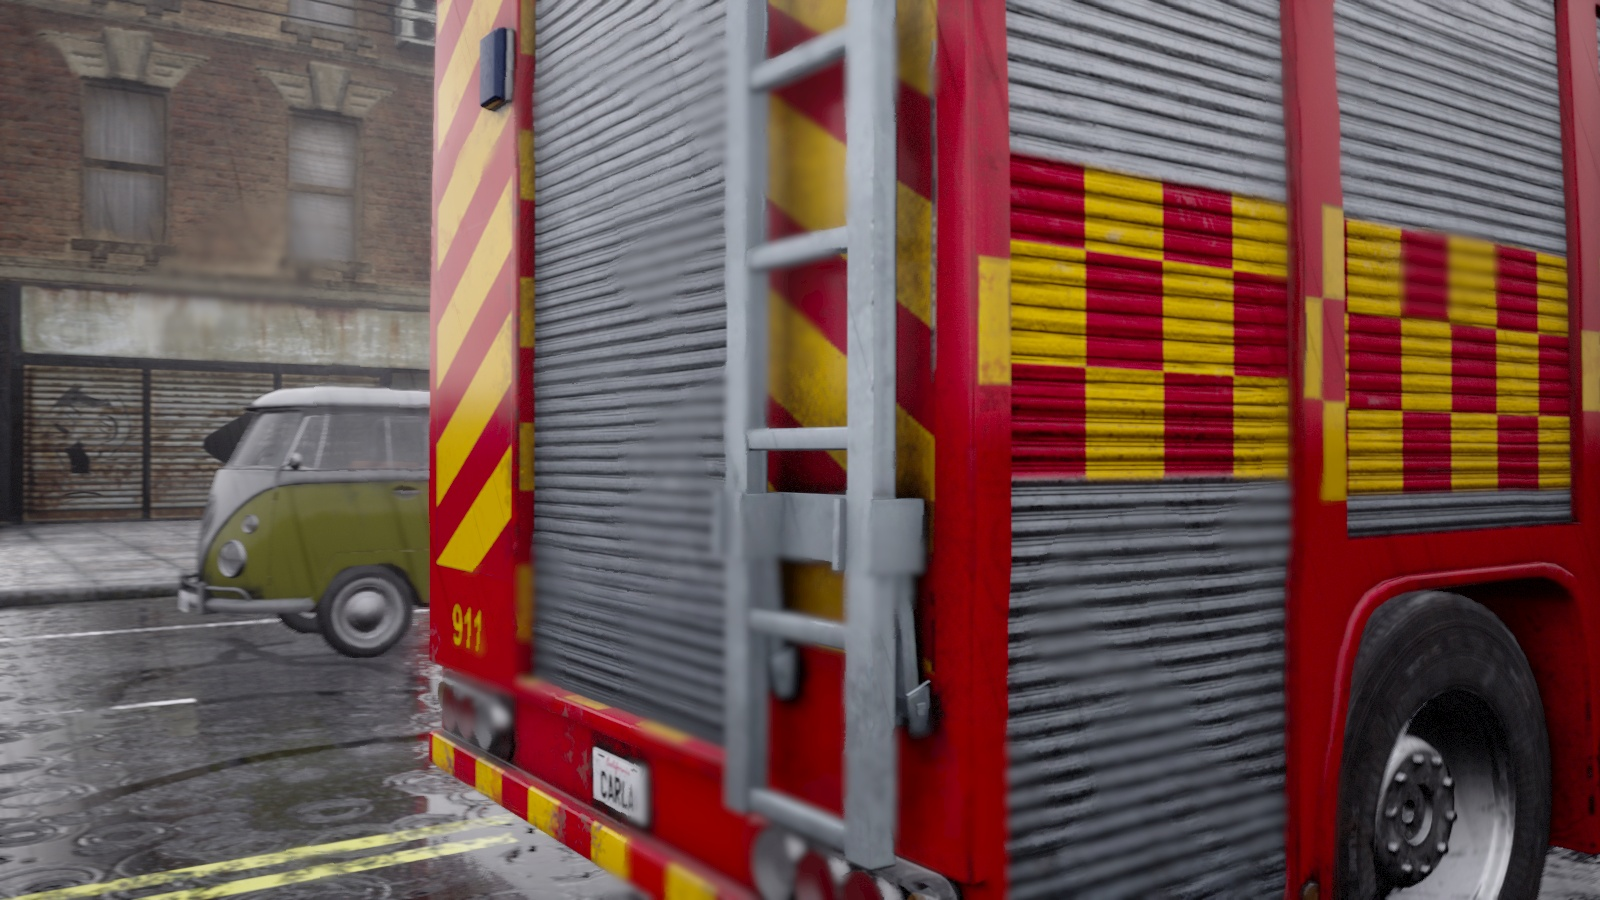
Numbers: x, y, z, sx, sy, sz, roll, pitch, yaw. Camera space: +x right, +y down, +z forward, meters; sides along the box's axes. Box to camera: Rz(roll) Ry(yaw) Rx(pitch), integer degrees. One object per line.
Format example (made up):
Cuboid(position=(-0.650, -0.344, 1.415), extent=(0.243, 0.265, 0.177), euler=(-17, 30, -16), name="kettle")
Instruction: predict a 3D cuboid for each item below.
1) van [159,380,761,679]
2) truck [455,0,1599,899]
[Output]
Cuboid(position=(-2.670, 0.529, 10.330), extent=(4.442, 1.987, 1.775), euler=(0, 0, -35), name="van")
Cuboid(position=(3.050, -0.412, 5.786), extent=(8.468, 3.827, 2.891), euler=(0, 0, -35), name="truck")
